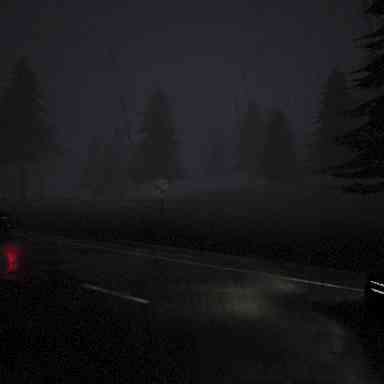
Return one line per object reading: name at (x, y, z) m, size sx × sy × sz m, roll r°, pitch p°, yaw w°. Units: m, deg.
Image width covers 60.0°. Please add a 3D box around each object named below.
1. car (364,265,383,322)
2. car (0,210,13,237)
car at (5.196, 1.493, 4.600) m, size 5.008 × 1.535 × 1.882 m, roll 1°, pitch 0°, yaw 35°
car at (-10.374, 1.339, 15.691) m, size 4.902 × 1.511 × 2.128 m, roll 1°, pitch 0°, yaw 35°
